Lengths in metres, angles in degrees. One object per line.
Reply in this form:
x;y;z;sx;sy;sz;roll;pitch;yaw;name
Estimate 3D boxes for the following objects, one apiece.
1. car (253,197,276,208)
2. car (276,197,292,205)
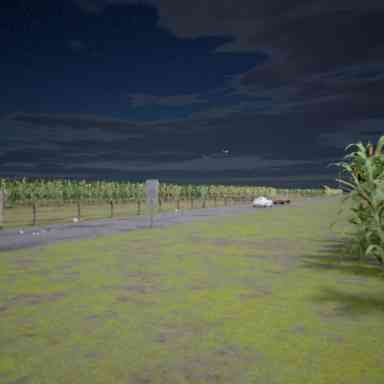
10.388;1.471;48.646;1.812;1.442;4.674;1;0;31;car
15.641;1.537;57.352;1.895;1.301;4.718;1;0;35;car
